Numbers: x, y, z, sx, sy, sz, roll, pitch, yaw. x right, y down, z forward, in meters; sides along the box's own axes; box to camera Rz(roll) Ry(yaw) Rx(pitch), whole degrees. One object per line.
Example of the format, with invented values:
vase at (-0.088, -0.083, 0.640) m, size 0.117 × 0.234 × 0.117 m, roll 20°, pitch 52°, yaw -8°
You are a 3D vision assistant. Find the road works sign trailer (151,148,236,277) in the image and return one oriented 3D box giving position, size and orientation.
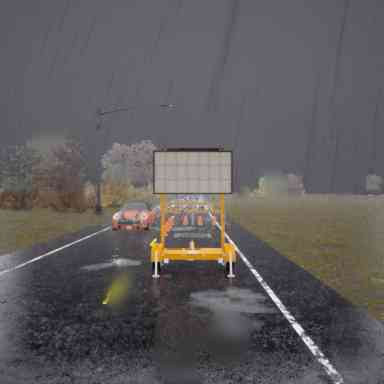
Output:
road works sign trailer at (0.026, 0.468, 10.228) m, size 2.380 × 3.560 × 2.880 m, roll 0°, pitch 0°, yaw -1°

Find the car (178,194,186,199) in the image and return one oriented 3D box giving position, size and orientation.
car at (-2.693, 1.278, 90.312) m, size 2.097 × 1.767 × 4.553 m, roll 0°, pitch 0°, yaw 1°

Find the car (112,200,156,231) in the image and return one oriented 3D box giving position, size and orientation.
car at (-3.455, 1.362, 20.470) m, size 2.097 × 1.767 × 4.553 m, roll 0°, pitch 0°, yaw 0°
